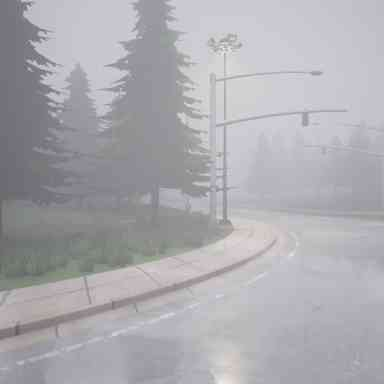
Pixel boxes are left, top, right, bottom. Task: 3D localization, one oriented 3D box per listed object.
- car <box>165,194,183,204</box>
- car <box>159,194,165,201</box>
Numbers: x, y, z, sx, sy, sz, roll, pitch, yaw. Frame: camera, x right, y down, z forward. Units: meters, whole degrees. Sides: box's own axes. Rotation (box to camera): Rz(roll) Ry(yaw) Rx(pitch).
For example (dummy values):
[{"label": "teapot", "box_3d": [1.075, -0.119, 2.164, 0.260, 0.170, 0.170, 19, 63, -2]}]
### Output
[{"label": "car", "box_3d": [-3.147, 1.547, 65.400, 2.033, 1.411, 5.357, 0, 0, -21]}, {"label": "car", "box_3d": [-7.009, 1.186, 75.146, 2.150, 2.045, 5.566, 0, 0, -21]}]
